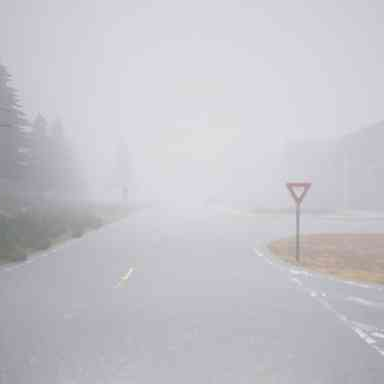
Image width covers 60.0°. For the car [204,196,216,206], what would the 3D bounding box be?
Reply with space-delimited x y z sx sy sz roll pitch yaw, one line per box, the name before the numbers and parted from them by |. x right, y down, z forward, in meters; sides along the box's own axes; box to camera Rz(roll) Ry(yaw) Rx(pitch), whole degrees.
car | 2.972 1.452 56.438 1.816 1.474 4.193 -6 0 -2

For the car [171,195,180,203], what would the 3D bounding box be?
car | -3.500 1.473 70.265 1.812 1.442 4.674 0 0 0
